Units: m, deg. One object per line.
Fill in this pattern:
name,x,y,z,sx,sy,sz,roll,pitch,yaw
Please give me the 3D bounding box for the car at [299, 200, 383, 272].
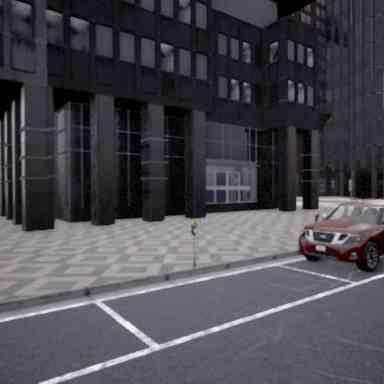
car,5.602,1.215,10.644,5.009,1.841,2.192,-1,0,-36
